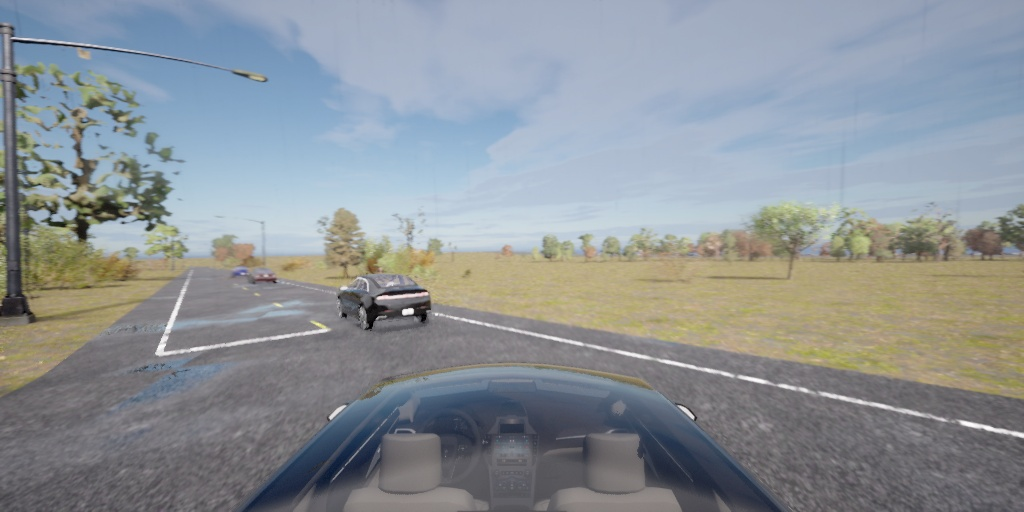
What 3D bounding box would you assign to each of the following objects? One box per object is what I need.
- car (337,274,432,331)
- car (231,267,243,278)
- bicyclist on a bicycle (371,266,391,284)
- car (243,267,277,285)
[{"bbox_3d":[-4.307,1.340,11.667,2.128,1.511,4.902,-1,0,-38],"label":"car"},{"bbox_3d":[-36.887,2.215,48.842,1.812,1.442,4.674,-2,0,-41],"label":"car"},{"bbox_3d":[-8.244,1.420,22.368,1.656,1.620,0.582,0,-1,-41],"label":"bicyclist on a bicycle"},{"bbox_3d":[-23.622,1.890,33.854,2.033,1.411,5.357,-2,0,-42],"label":"car"}]
